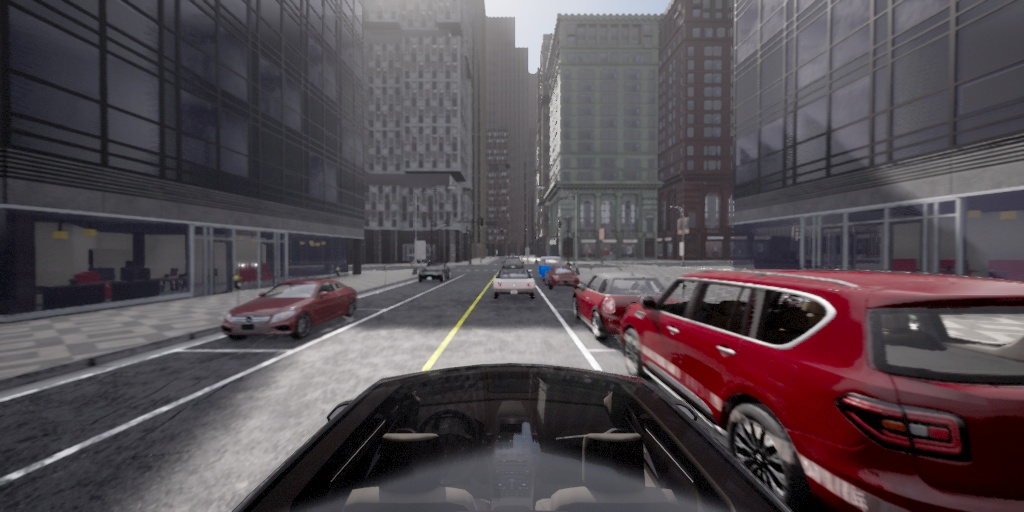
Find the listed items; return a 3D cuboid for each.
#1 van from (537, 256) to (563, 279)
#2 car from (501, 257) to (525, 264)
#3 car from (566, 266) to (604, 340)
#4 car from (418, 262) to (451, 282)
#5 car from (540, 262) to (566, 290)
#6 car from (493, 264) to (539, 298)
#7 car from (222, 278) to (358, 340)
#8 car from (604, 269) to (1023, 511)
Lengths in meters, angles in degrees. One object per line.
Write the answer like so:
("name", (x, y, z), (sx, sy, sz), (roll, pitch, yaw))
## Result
("van", (2.854, 0.927, 26.748), (1.690, 1.789, 3.998), (0, 0, 0))
("car", (0.092, 0.895, 32.806), (2.097, 1.767, 4.553), (0, 0, 0))
("car", (2.856, 1.140, 9.801), (1.967, 1.591, 4.097), (0, 0, 0))
("car", (-5.672, 1.152, 26.746), (1.948, 1.339, 4.313), (0, 0, 0))
("car", (2.854, 1.208, 21.099), (1.802, 1.307, 4.207), (0, 0, 0))
("car", (0.095, 1.251, 17.547), (1.895, 1.301, 4.718), (0, 0, 0))
("car", (-5.669, 1.282, 9.798), (1.802, 1.307, 4.207), (0, 0, 0))
("car", (2.856, 1.050, 4.152), (2.192, 1.841, 5.009), (0, 0, 0))
